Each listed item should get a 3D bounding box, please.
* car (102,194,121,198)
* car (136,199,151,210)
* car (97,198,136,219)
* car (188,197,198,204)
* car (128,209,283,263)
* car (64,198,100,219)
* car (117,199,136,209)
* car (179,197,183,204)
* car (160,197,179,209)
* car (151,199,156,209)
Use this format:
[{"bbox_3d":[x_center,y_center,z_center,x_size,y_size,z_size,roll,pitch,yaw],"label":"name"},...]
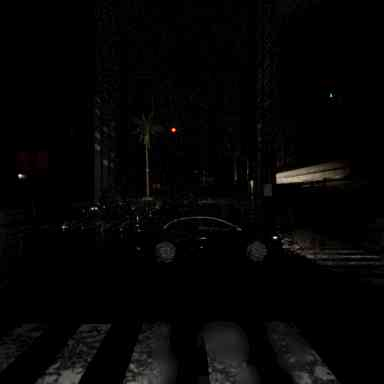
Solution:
[{"bbox_3d":[-9.780,1.319,39.793,2.150,2.045,5.566,0,0,0],"label":"car"},{"bbox_3d":[-6.529,1.587,39.051,2.128,1.511,4.902,0,0,0],"label":"car"},{"bbox_3d":[-6.547,1.543,29.583,1.882,1.535,5.008,0,0,0],"label":"car"},{"bbox_3d":[0.232,1.790,69.812,1.994,1.385,4.181,0,0,0],"label":"car"},{"bbox_3d":[0.538,1.476,11.286,4.902,1.511,2.128,0,0,-1],"label":"car"},{"bbox_3d":[-9.793,1.543,29.847,1.882,1.535,5.008,0,0,0],"label":"car"},{"bbox_3d":[-9.744,1.701,49.754,1.994,1.385,4.181,0,0,0],"label":"car"},{"bbox_3d":[-3.018,1.790,69.793,1.994,1.385,4.181,0,0,0],"label":"car"},{"bbox_3d":[-3.071,1.639,43.905,1.812,1.442,4.674,0,0,0],"label":"car"},{"bbox_3d":[-6.501,1.734,48.939,1.895,1.301,4.718,0,0,0],"label":"car"}]
